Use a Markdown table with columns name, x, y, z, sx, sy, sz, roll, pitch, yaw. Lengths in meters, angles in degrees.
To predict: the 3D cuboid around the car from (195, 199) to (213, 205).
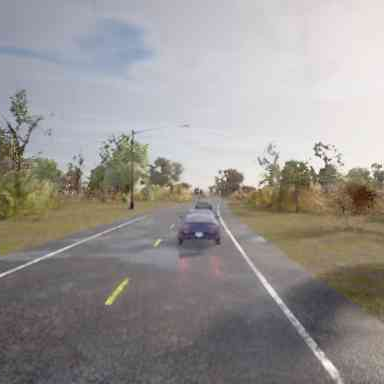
| name | x | y | z | sx | sy | sz | roll | pitch | yaw |
| --- | --- | --- | --- | --- | --- | --- | --- | --- | --- |
| car | 1.375 | 1.561 | 38.125 | 2.128 | 1.511 | 4.902 | 0 | 0 | 4 |

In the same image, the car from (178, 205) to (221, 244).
| name | x | y | z | sx | sy | sz | roll | pitch | yaw |
| --- | --- | --- | --- | --- | --- | --- | --- | --- | --- |
| car | 0.356 | 1.549 | 15.734 | 1.812 | 1.442 | 4.674 | 0 | 0 | 2 |
